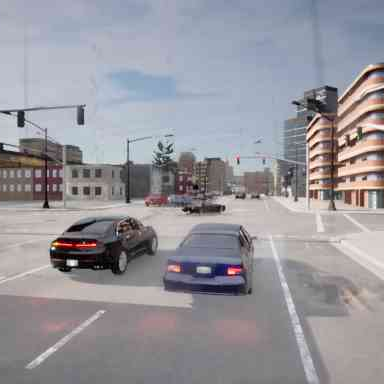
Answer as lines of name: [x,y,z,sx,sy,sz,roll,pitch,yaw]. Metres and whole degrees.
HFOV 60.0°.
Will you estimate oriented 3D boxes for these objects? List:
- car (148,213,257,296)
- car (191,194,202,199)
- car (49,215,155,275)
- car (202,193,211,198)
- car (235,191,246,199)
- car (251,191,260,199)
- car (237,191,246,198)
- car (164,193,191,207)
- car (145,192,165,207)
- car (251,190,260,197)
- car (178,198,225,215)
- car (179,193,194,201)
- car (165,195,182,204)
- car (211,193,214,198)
car: [0.708,1.547,8.860,2.033,1.411,5.357,0,0,11]
car: [-0.184,1.235,56.299,2.128,1.511,4.902,0,1,11]
car: [-2.509,1.505,10.604,1.837,1.490,4.892,0,0,11]
car: [1.770,1.119,65.949,2.033,1.411,5.357,0,1,12]
car: [11.099,0.902,76.969,1.994,1.385,4.181,0,1,11]
car: [14.347,0.881,75.342,2.128,1.511,4.902,0,1,11]
car: [12.995,0.552,86.621,2.097,1.767,4.553,0,1,11]
car: [-1.944,1.223,47.389,2.097,1.767,4.553,0,1,11]
car: [-5.152,1.080,49.265,2.150,2.045,5.566,0,1,11]
car: [16.351,0.464,85.546,2.097,1.767,4.553,0,1,11]
car: [1.204,1.561,32.753,1.895,1.301,4.718,0,0,44]
car: [-1.127,1.073,69.196,2.033,1.411,5.357,0,1,11]
car: [-3.249,1.238,58.822,1.812,1.442,4.674,0,1,12]
car: [3.813,0.862,76.189,1.882,1.535,5.008,0,1,11]
